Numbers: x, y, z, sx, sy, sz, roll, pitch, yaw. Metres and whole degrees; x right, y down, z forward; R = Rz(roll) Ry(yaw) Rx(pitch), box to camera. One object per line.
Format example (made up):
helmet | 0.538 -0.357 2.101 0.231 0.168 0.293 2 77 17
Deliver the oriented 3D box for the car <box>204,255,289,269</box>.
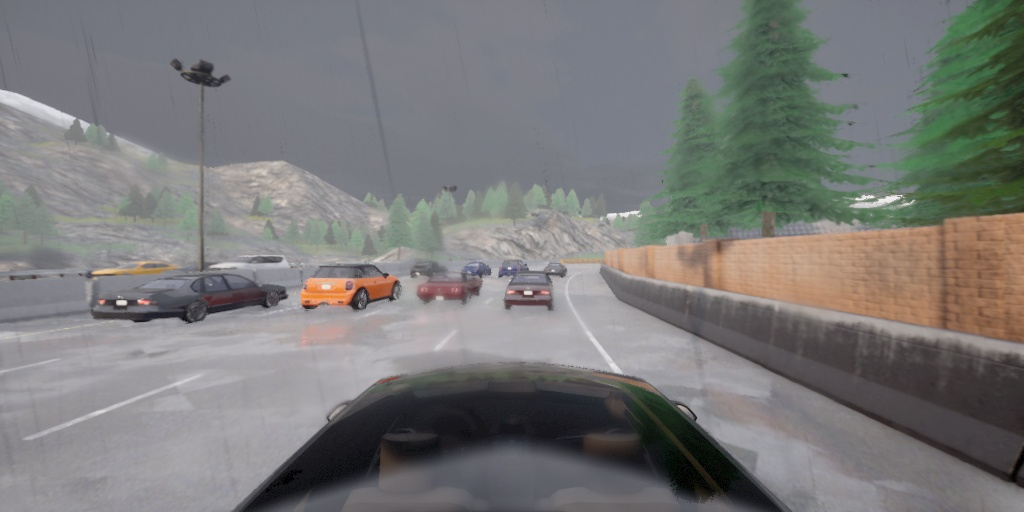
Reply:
car | -19.046 0.913 26.279 2.150 2.045 5.566 0 0 9

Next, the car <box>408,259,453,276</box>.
car | -7.204 1.224 31.654 1.837 1.490 4.892 0 0 11

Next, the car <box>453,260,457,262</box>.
car | -8.240 1.208 64.465 1.837 1.490 4.892 0 0 23

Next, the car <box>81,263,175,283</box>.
car | -29.436 1.260 27.771 1.895 1.301 4.718 0 0 9

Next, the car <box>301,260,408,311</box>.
car | -6.195 1.080 14.417 2.097 1.767 4.553 0 0 5

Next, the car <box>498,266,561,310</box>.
car | 0.796 1.295 14.656 2.033 1.411 5.357 0 0 6

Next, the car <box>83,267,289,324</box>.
car | -9.972 1.266 11.830 2.033 1.411 5.357 0 0 4

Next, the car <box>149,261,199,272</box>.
car | -22.599 1.184 26.047 1.837 1.490 4.892 0 0 9

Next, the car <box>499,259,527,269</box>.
car | 0.243 1.091 32.956 2.097 1.767 4.553 0 0 12

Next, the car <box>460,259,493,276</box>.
car | -3.248 1.255 33.494 1.812 1.442 4.674 0 0 12

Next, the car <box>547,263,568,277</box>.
car | 4.262 1.313 34.827 1.994 1.385 4.181 0 0 14

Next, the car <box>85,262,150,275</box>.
car | -26.230 1.147 25.376 1.882 1.535 5.008 0 0 8

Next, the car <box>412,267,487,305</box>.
car | -2.561 1.338 16.012 1.895 1.301 4.718 0 0 6
